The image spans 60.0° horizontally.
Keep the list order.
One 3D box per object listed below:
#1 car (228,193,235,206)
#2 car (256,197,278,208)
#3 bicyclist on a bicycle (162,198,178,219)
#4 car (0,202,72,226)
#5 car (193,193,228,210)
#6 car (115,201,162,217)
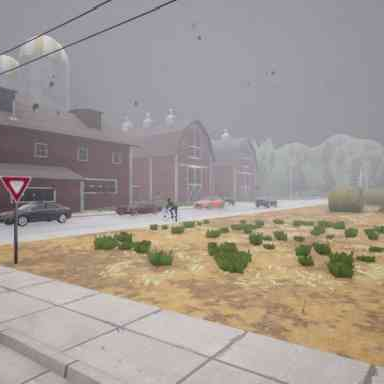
[{"bbox_3d":[5.734,1.118,54.102,1.905,1.878,3.866,6,1,-8],"label":"car"},{"bbox_3d":[10.758,1.477,47.758,1.837,1.490,4.892,0,0,35],"label":"car"},{"bbox_3d":[-1.497,1.274,23.328,1.656,1.620,0.582,0,0,35],"label":"bicyclist on a bicycle"},{"bbox_3d":[-10.764,1.478,23.096,1.837,1.490,4.892,0,0,35],"label":"car"},{"bbox_3d":[2.102,1.325,41.636,2.097,1.767,4.553,0,0,35],"label":"car"},{"bbox_3d":[-4.979,1.574,31.447,1.895,1.301,4.718,0,0,35],"label":"car"}]
